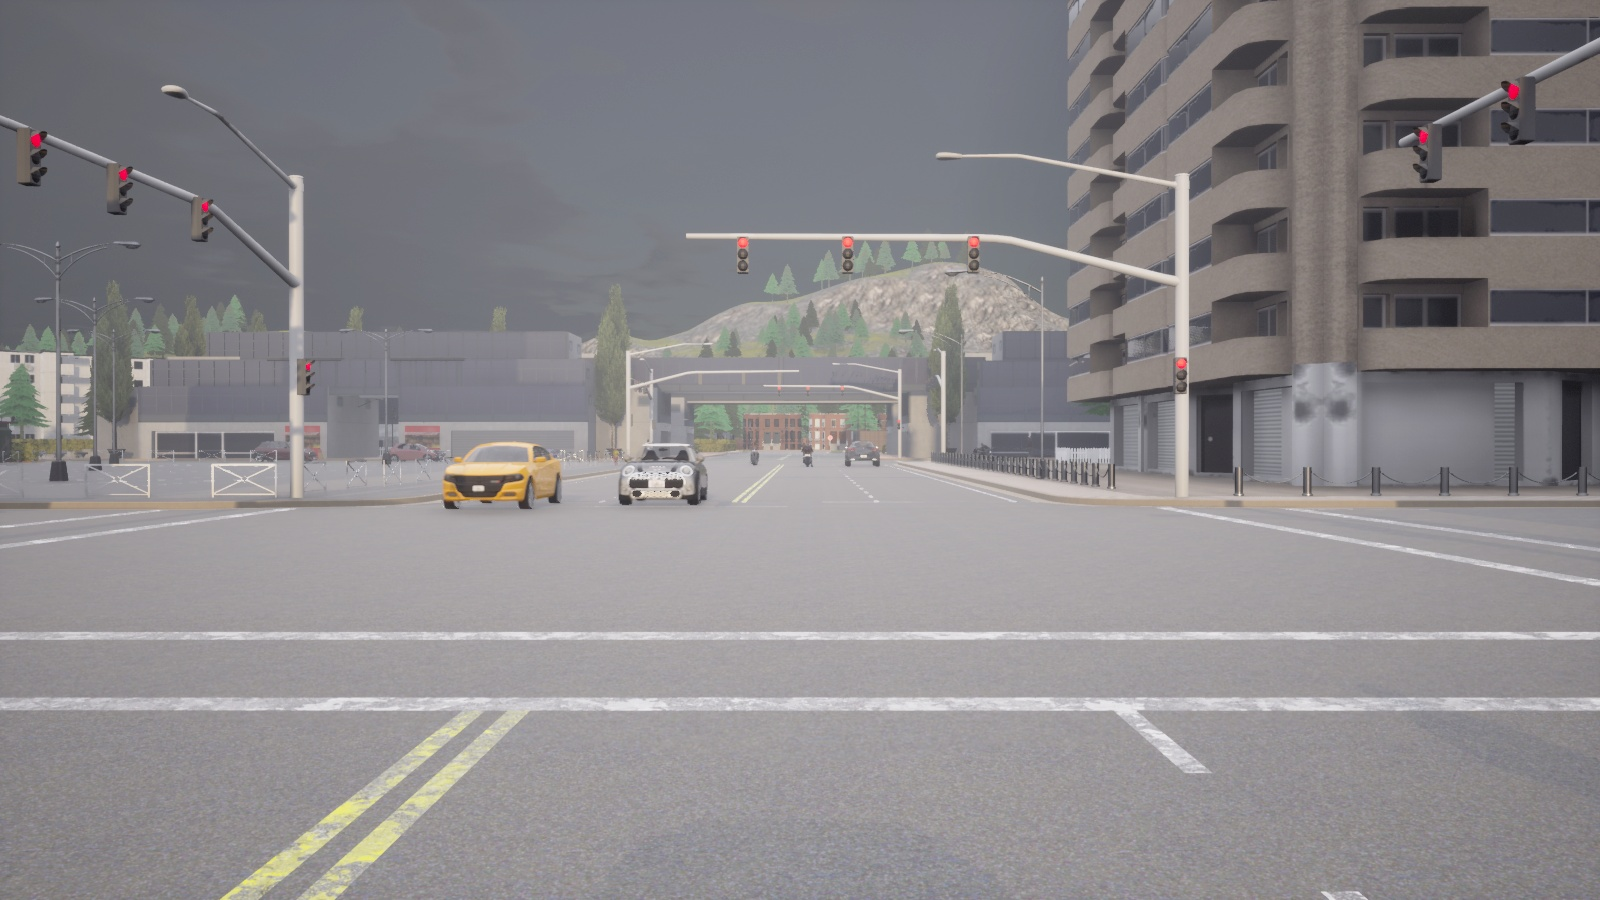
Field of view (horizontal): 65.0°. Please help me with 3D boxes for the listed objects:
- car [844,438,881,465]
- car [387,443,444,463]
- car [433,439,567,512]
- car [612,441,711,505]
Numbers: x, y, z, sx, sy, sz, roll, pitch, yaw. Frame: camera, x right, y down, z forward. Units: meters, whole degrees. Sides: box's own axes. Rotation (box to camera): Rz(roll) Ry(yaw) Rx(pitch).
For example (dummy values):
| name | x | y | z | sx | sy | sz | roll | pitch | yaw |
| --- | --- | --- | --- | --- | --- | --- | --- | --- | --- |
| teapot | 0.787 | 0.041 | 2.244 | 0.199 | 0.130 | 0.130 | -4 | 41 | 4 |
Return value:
| name | x | y | z | sx | sy | sz | roll | pitch | yaw |
| --- | --- | --- | --- | --- | --- | --- | --- | --- | --- |
| car | 3.982 | 0.073 | 80.615 | 2.152 | 1.651 | 5.027 | 0 | 0 | 0 |
| car | -28.654 | 0.209 | 93.600 | 3.633 | 1.501 | 1.845 | 0 | 0 | 2 |
| car | -6.817 | 0.537 | 29.074 | 1.882 | 1.535 | 5.008 | 0 | 0 | 0 |
| car | -3.307 | 0.528 | 30.700 | 1.970 | 1.475 | 3.806 | 0 | 0 | 0 |
